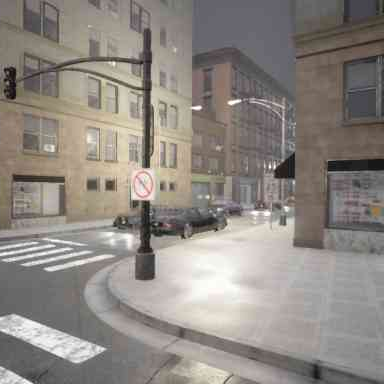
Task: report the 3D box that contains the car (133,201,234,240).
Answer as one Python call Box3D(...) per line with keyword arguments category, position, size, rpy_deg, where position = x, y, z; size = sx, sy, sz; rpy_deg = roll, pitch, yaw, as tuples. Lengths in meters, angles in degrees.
Box3D(category="car", position=(-0.191, 1.417, 16.545), size=(2.033, 1.411, 5.357), rpy_deg=(1, 1, 34))

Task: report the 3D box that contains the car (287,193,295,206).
Box3D(category="car", position=(13.685, 0.870, 43.013), size=(2.097, 1.767, 4.553), rpy_deg=(1, 1, 34))

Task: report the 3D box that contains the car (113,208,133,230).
Box3D(category="car", position=(-2.452, 1.388, 18.910), size=(1.994, 1.385, 4.181), rpy_deg=(1, 1, 34))

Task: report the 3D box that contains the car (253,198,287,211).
Box3D(category="car", position=(7.962, 1.191, 34.503), size=(1.994, 1.385, 4.181), rpy_deg=(1, 1, 34))

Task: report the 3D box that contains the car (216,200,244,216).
Box3D(category="car", position=(2.462, 1.297, 26.277), size=(1.994, 1.385, 4.181), rpy_deg=(1, 1, 34))
